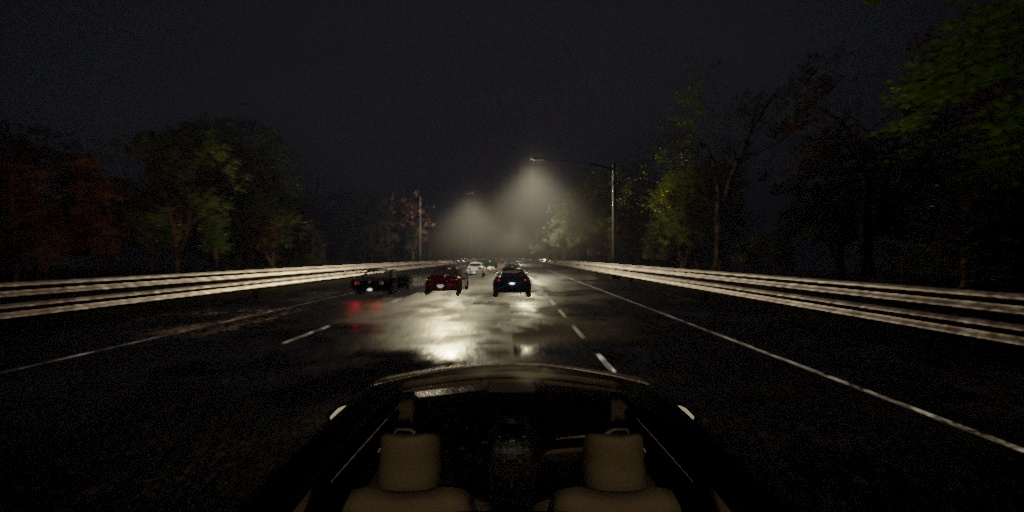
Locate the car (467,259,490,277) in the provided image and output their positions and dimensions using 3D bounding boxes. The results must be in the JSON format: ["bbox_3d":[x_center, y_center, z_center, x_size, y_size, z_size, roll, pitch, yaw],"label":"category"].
[{"bbox_3d":[-3.495,1.314,35.456,1.812,1.442,4.674,0,0,0],"label":"car"}]

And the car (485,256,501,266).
[{"bbox_3d":[-3.491,1.044,59.536,2.150,2.045,5.566,0,0,0],"label":"car"}]

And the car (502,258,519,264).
[{"bbox_3d":[0.008,1.371,49.418,1.994,1.385,4.181,0,0,0],"label":"car"}]

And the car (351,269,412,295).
[{"bbox_3d":[-6.997,1.369,19.858,1.895,1.301,4.718,0,0,0],"label":"car"}]

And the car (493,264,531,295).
[{"bbox_3d":[0.001,1.330,19.707,1.994,1.385,4.181,0,0,0],"label":"car"}]

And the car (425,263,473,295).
[{"bbox_3d":[-3.498,1.293,19.784,1.812,1.442,4.674,0,0,0],"label":"car"}]
